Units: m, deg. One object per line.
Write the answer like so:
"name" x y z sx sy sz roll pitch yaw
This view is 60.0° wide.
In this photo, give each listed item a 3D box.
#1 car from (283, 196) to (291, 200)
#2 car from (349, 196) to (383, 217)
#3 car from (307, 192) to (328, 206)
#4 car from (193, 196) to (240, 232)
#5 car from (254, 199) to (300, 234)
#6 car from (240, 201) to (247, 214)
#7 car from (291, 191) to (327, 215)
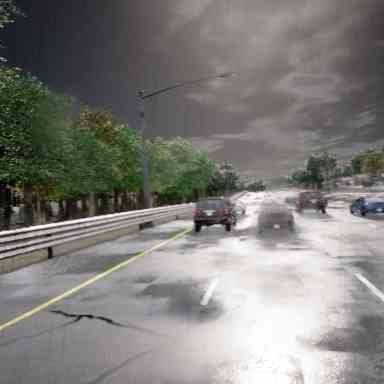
"car" 15.389 1.322 52.131 1.882 1.535 5.008 -3 -1 12
"car" 13.053 1.026 24.613 1.812 1.442 4.674 -3 -1 12
"car" 18.106 0.986 48.177 2.097 1.767 4.553 -3 -1 12
"car" 1.570 1.324 21.333 2.150 2.045 5.566 -3 -1 13
"car" 4.560 1.397 18.355 1.837 1.490 4.892 -3 -1 12
"car" 4.945 1.693 36.987 1.812 1.442 4.674 -3 -1 12
"car" 10.684 0.946 30.300 2.150 2.045 5.566 -3 -1 12
